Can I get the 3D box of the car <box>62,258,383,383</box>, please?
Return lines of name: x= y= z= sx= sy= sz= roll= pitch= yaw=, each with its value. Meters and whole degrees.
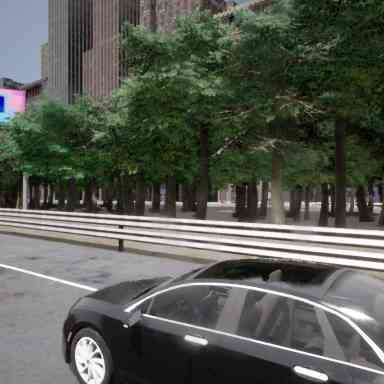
car: x=0.576 y=1.505 z=3.585 sx=4.892 sy=1.490 sz=1.837 roll=0 pitch=0 yaw=36
